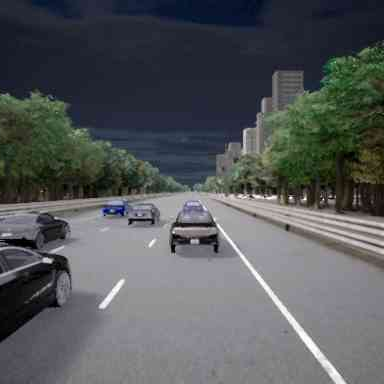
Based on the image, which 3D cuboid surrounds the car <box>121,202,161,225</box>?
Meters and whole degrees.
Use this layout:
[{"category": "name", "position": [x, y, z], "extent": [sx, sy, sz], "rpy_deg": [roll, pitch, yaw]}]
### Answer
[{"category": "car", "position": [-3.408, 1.541, 24.259], "extent": [2.033, 1.411, 5.357], "rpy_deg": [0, 0, 0]}]

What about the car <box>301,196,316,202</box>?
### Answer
[{"category": "car", "position": [28.298, 1.672, 78.828], "extent": [2.163, 1.488, 4.792], "rpy_deg": [0, 1, -45]}]

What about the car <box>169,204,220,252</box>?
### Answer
[{"category": "car", "position": [0.095, 1.489, 13.889], "extent": [2.128, 1.511, 4.902], "rpy_deg": [0, 0, 0]}]

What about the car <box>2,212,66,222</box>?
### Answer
[{"category": "car", "position": [-6.905, 1.561, 14.476], "extent": [1.994, 1.385, 4.181], "rpy_deg": [0, 0, 0]}]

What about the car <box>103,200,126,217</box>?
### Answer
[{"category": "car", "position": [-6.909, 1.463, 31.158], "extent": [1.882, 1.535, 5.008], "rpy_deg": [0, 0, 0]}]

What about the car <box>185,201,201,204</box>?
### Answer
[{"category": "car", "position": [0.092, 1.512, 30.599], "extent": [1.812, 1.442, 4.674], "rpy_deg": [0, 0, 0]}]

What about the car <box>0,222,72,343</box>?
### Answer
[{"category": "car", "position": [-3.407, 1.491, 5.008], "extent": [2.128, 1.511, 4.902], "rpy_deg": [0, 0, 0]}]
